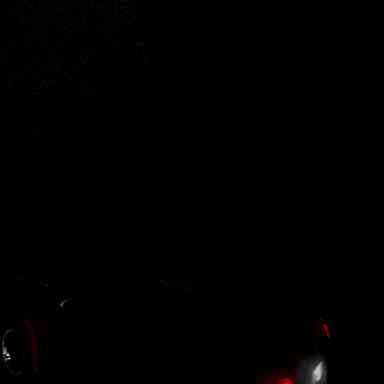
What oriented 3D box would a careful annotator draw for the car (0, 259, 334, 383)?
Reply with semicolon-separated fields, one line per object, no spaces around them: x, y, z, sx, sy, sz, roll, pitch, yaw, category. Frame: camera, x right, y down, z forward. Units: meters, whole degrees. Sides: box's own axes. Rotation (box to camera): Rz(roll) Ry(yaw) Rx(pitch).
-0.546;1.570;4.082;4.181;1.385;1.994;0;0;35;car
